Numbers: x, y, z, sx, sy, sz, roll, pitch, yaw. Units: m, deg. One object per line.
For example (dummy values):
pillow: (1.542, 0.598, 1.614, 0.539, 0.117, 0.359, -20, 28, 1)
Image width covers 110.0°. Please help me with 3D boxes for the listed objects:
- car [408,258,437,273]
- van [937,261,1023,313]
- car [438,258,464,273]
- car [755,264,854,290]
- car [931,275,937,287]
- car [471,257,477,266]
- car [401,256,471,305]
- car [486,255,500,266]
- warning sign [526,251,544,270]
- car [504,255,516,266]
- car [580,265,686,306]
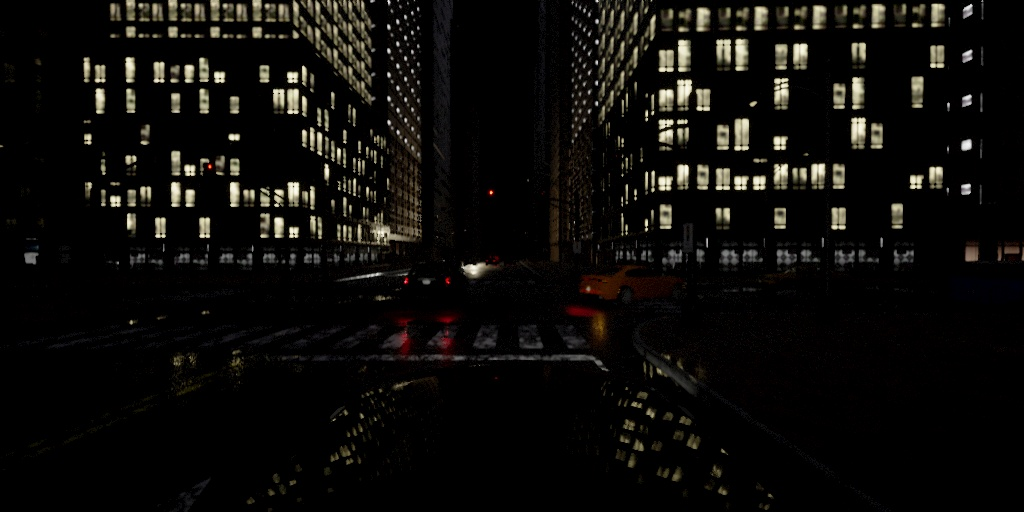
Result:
car: (-10.082, 1.018, 40.920, 2.128, 1.511, 4.902, 0, 0, 0)
van: (18.292, 1.044, 12.794, 3.998, 1.789, 1.690, 0, 0, 2)
car: (-6.832, 1.018, 40.882, 2.128, 1.511, 4.902, 0, 0, 0)
car: (16.971, 1.162, 20.958, 4.829, 1.417, 1.751, 0, 0, 2)
car: (26.808, 1.229, 20.534, 4.207, 1.307, 1.802, 0, 0, 2)
car: (-6.907, 0.955, 59.660, 1.837, 1.490, 4.892, 0, 0, 0)
car: (-3.246, 1.012, 15.705, 2.097, 1.767, 4.553, 0, 0, 0)
car: (-3.628, 0.962, 63.411, 1.812, 1.442, 4.674, 0, 0, 0)
warning sign: (2.611, 0.641, 40.855, 1.300, 1.860, 1.060, 0, 0, 0)
car: (-0.380, 0.999, 63.848, 1.994, 1.385, 4.181, 0, 0, 0)
car: (5.241, 1.151, 15.331, 5.008, 1.535, 1.882, 0, -1, -27)
